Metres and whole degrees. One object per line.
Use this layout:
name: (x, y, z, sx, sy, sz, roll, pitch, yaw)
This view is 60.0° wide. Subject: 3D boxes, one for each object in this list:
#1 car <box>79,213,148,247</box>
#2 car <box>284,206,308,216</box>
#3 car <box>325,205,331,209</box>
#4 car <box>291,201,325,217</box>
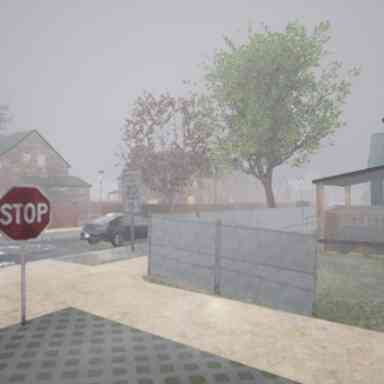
car: (-3.130, 1.715, 15.933, 1.812, 1.442, 4.674, -1, -2, 35)
car: (14.541, 2.632, 46.459, 1.895, 1.301, 4.718, -1, -2, 35)
car: (20.122, 2.659, 49.719, 2.033, 1.411, 5.357, -1, -2, 35)
car: (14.349, 2.103, 41.251, 2.150, 2.045, 5.566, -1, -2, 35)
